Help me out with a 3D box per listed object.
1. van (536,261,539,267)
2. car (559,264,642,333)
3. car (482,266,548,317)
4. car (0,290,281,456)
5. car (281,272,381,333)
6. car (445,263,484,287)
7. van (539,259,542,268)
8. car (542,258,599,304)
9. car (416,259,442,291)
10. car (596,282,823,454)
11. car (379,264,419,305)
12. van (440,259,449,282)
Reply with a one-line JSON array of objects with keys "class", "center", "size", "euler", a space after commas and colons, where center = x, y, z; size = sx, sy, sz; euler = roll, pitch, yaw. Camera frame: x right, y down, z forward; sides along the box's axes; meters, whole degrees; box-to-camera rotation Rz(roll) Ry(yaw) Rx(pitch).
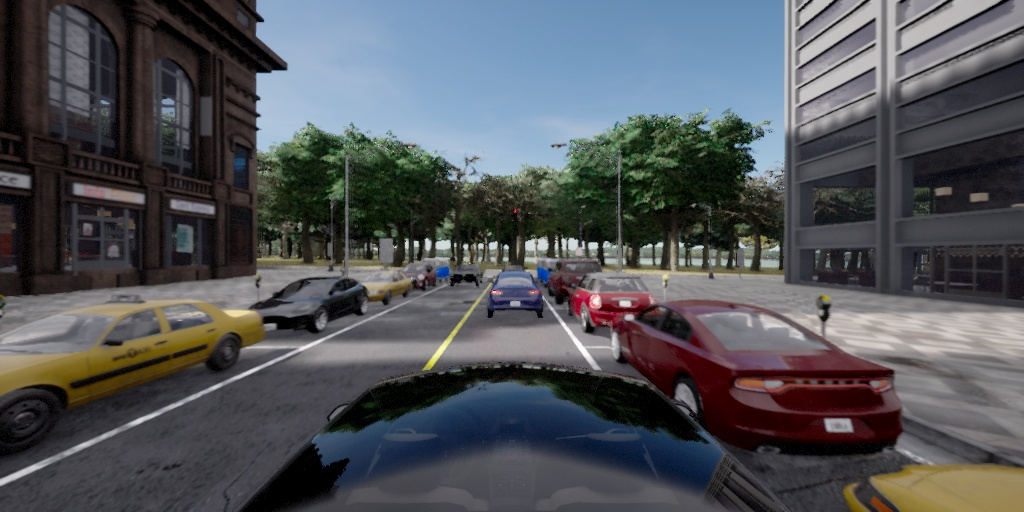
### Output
[{"class": "van", "center": [2.761, 1.073, 27.011], "size": [1.690, 1.789, 3.998], "euler": [0, 0, 0]}, {"class": "car", "center": [2.762, 1.183, 10.698], "size": [1.967, 1.591, 4.097], "euler": [0, 0, 0]}, {"class": "car", "center": [0.098, 1.267, 13.021], "size": [1.812, 1.442, 4.674], "euler": [0, 0, 0]}, {"class": "car", "center": [-5.763, 1.272, 5.091], "size": [1.751, 1.417, 4.829], "euler": [0, 0, 0]}, {"class": "car", "center": [-5.764, 1.308, 10.698], "size": [1.948, 1.339, 4.313], "euler": [0, 0, 0]}, {"class": "car", "center": [-3.002, 1.247, 24.365], "size": [1.895, 1.301, 4.718], "euler": [0, 0, 0]}, {"class": "van", "center": [2.761, 1.076, 21.574], "size": [1.690, 1.789, 3.998], "euler": [0, 0, 0]}, {"class": "car", "center": [2.761, 1.054, 16.136], "size": [2.192, 1.841, 5.009], "euler": [0, 0, 0]}, {"class": "car", "center": [-5.764, 1.175, 21.573], "size": [1.967, 1.591, 4.097], "euler": [0, 0, 0]}, {"class": "car", "center": [2.762, 1.292, 5.261], "size": [1.888, 1.381, 4.507], "euler": [0, 0, 0]}, {"class": "car", "center": [-5.764, 1.264, 15.966], "size": [1.751, 1.417, 4.829], "euler": [0, 0, 0]}, {"class": "van", "center": [-5.765, 1.072, 27.011], "size": [1.690, 1.789, 3.998], "euler": [0, 0, 0]}]
